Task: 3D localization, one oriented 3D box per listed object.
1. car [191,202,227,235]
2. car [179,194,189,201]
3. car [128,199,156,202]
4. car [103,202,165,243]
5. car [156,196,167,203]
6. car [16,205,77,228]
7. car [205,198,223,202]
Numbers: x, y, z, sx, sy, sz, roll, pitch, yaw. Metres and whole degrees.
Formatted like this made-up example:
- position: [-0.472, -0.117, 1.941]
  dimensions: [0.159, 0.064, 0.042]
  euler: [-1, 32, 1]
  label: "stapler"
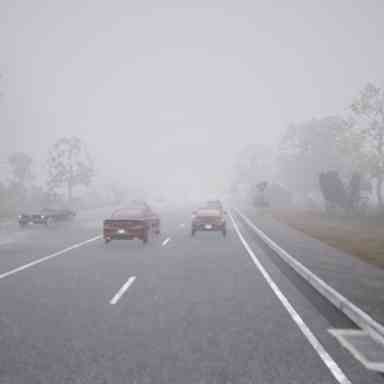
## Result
- position: [0.962, 1.508, 18.498]
  dimensions: [1.812, 1.442, 4.674]
  euler: [0, 0, 4]
  label: "car"
- position: [-1.720, 1.238, 73.584]
  dimensions: [1.812, 1.442, 4.674]
  euler: [0, 0, 5]
  label: "car"
- position: [-5.245, 1.440, 31.644]
  dimensions: [2.128, 1.511, 4.902]
  euler: [0, 0, 5]
  label: "car"
- position: [-2.726, 1.453, 15.981]
  dimensions: [1.882, 1.535, 5.008]
  euler: [0, 0, 3]
  label: "car"
- position: [-5.986, 1.475, 64.518]
  dimensions: [1.994, 1.385, 4.181]
  euler: [0, 0, 5]
  label: "car"
- position: [-9.516, 1.549, 22.147]
  dimensions: [1.895, 1.301, 4.718]
  euler: [0, 0, 4]
  label: "car"
- position: [2.634, 1.454, 39.716]
  dimensions: [2.128, 1.511, 4.902]
  euler: [0, 0, 5]
  label: "car"
